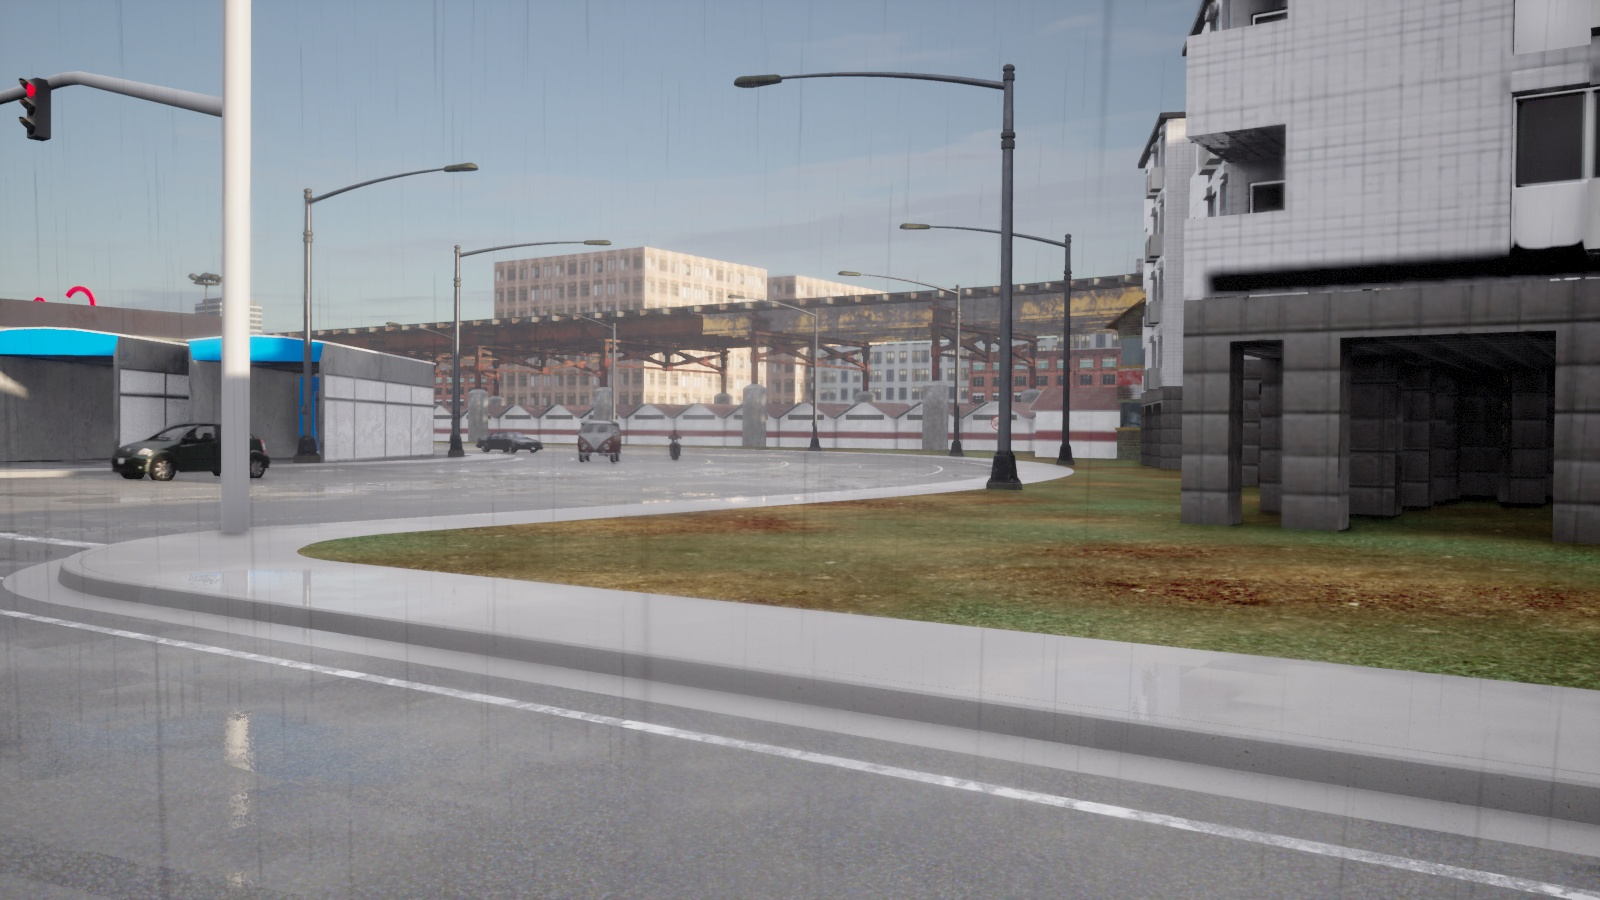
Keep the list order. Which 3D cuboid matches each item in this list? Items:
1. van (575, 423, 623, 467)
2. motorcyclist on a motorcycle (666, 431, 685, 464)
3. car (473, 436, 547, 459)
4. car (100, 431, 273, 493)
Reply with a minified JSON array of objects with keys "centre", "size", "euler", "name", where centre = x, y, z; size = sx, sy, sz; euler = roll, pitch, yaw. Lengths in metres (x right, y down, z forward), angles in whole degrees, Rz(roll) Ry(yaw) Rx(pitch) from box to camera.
[{"centre":[-9.541,-0.246,59.799],"size":[1.775,1.987,4.442],"euler":[-1,1,-3],"name":"van"},{"centre":[-6.430,-0.144,64.717],"size":[0.766,1.649,2.350],"euler":[-1,1,-10],"name":"motorcyclist on a motorcycle"},{"centre":[-18.919,-0.166,81.785],"size":[5.357,1.411,2.033],"euler":[0,1,42],"name":"car"},{"centre":[-17.193,0.303,35.353],"size":[1.851,1.617,3.988],"euler":[0,1,33],"name":"car"}]
